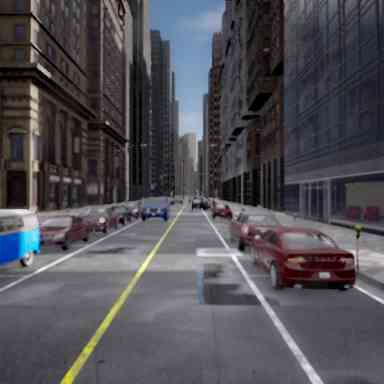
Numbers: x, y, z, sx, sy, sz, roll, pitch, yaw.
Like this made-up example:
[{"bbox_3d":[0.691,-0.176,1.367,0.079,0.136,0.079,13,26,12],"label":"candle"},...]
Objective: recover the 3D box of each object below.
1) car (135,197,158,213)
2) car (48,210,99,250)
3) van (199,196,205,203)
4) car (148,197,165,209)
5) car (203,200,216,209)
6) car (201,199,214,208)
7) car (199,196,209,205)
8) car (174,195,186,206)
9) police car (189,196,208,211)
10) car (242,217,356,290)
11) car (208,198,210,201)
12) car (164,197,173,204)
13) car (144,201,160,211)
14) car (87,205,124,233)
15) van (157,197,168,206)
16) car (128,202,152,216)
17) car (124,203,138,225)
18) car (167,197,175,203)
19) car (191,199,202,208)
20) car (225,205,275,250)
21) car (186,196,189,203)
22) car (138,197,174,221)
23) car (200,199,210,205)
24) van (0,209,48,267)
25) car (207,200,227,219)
[{"bbox_3d":[-5.763,1.642,42.764,2.192,1.841,5.009,0,0,0],"label":"car"},{"bbox_3d":[-5.762,1.695,14.754,1.802,1.307,4.206,0,0,0],"label":"car"},{"bbox_3d":[2.756,2.079,93.194,1.690,1.788,3.998,0,0,0],"label":"van"},{"bbox_3d":[-5.765,1.730,53.967,2.192,1.841,5.009,0,0,0],"label":"car"},{"bbox_3d":[2.759,1.981,53.979,1.947,1.339,4.313,0,0,0],"label":"car"},{"bbox_3d":[2.759,2.011,59.580,2.008,1.369,4.403,0,0,0],"label":"car"},{"bbox_3d":[2.758,1.912,76.388,2.192,1.841,5.009,0,0,0],"label":"car"},{"bbox_3d":[-3.007,1.762,69.812,2.150,2.045,5.566,0,0,0],"label":"car"},{"bbox_3d":[0.854,1.796,48.336,1.930,1.638,5.238,0,0,0],"label":"police car"},{"bbox_3d":[2.764,1.616,9.164,1.887,1.381,4.507,0,0,0],"label":"car"},{"bbox_3d":[2.760,1.937,48.377,1.947,1.339,4.313,0,0,0],"label":"car"},{"bbox_3d":[-5.768,2.083,81.974,1.967,1.590,4.097,0,0,0],"label":"car"},{"bbox_3d":[-5.765,1.952,48.363,1.802,1.307,4.206,0,0,0],"label":"car"},{"bbox_3d":[-5.762,1.596,20.357,1.967,1.590,4.097,0,0,0],"label":"car"},{"bbox_3d":[-5.766,1.845,65.169,1.690,1.788,3.998,0,0,0],"label":"van"},{"bbox_3d":[-5.764,1.850,37.160,1.947,1.339,4.313,0,0,0],"label":"car"},{"bbox_3d":[-5.763,1.764,25.957,1.947,1.339,4.313,0,0,0],"label":"car"},{"bbox_3d":[-5.769,2.177,93.177,1.967,1.590,4.097,0,0,0],"label":"car"},{"bbox_3d":[0.835,1.954,58.228,1.837,1.490,4.892,0,0,0],"label":"car"},{"bbox_3d":[2.764,1.554,14.766,1.967,1.590,4.097,0,0,0],"label":"car"},{"bbox_3d":[-0.008,2.078,83.008,1.994,1.385,4.181,0,0,0],"label":"car"},{"bbox_3d":[-3.103,1.445,29.580,2.150,2.045,5.566,0,0,0],"label":"car"},{"bbox_3d":[2.758,2.133,70.784,1.802,1.307,4.206,0,0,0],"label":"car"},{"bbox_3d":[-5.760,1.411,9.155,1.690,1.788,3.998,0,0,0],"label":"van"},{"bbox_3d":[2.762,1.786,31.571,1.887,1.381,4.507,0,0,0],"label":"car"}]
